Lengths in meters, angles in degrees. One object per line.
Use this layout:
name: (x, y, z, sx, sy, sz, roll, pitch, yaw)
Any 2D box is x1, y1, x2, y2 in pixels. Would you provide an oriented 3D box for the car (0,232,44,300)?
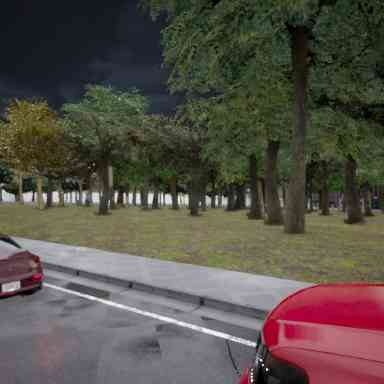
car: (-5.105, 1.526, 7.305, 4.674, 1.442, 1.812, 0, 0, 36)

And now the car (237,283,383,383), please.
car: (2.946, 1.221, 1.585, 5.566, 2.045, 2.150, 0, 0, 35)
